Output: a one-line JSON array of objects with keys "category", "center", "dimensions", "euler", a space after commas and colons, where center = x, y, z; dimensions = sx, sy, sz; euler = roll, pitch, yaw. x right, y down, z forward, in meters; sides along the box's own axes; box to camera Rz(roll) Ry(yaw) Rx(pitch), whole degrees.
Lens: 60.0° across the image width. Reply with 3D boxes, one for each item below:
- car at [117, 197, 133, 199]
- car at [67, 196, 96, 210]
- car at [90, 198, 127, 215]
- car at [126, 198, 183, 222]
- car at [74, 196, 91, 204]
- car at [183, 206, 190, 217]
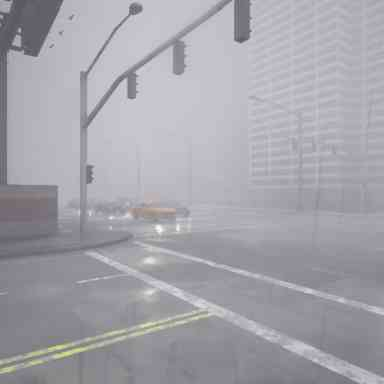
[{"category": "car", "center": [-7.596, 1.352, 38.992], "dimensions": [2.097, 1.767, 4.553], "euler": [0, 0, -35]}, {"category": "car", "center": [-14.509, 1.547, 42.720], "dimensions": [2.033, 1.411, 5.357], "euler": [0, 0, -35]}, {"category": "car", "center": [-8.488, 1.601, 34.177], "dimensions": [1.895, 1.301, 4.718], "euler": [0, 0, -35]}, {"category": "car", "center": [-3.103, 1.478, 26.547], "dimensions": [1.882, 1.535, 5.008], "euler": [0, 0, -35]}, {"category": "car", "center": [-21.519, 1.526, 65.122], "dimensions": [1.812, 1.442, 4.674], "euler": [0, 0, -35]}, {"category": "car", "center": [-2.048, 1.526, 31.124], "dimensions": [1.812, 1.442, 4.674], "euler": [0, 0, -35]}]
